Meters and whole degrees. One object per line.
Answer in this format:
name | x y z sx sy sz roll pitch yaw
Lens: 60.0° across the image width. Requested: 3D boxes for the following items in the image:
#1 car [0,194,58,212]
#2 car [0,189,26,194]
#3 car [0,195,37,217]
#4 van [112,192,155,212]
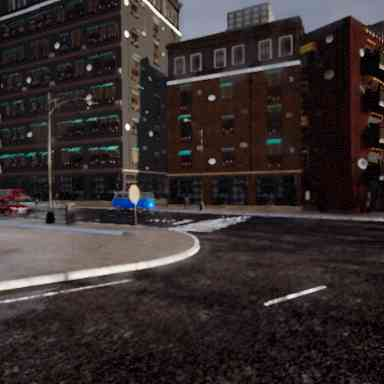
car | -13.381 1.099 27.344 4.718 1.301 1.895 1 1 25
car | -20.619 0.608 37.069 5.009 1.841 2.192 1 0 25
car | -13.991 1.112 24.787 4.206 1.307 1.802 1 0 25
van | -5.273 0.873 30.001 3.998 1.788 1.690 1 0 25
